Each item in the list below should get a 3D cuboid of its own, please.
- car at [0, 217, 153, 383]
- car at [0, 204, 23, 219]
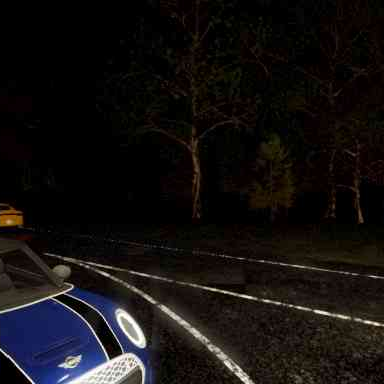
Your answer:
[{"bbox_3d":[-2.596,1.338,3.735,4.553,1.767,2.097,1,0,35],"label":"car"},{"bbox_3d":[-11.366,1.373,18.578,5.008,1.535,1.882,0,0,37],"label":"car"}]
